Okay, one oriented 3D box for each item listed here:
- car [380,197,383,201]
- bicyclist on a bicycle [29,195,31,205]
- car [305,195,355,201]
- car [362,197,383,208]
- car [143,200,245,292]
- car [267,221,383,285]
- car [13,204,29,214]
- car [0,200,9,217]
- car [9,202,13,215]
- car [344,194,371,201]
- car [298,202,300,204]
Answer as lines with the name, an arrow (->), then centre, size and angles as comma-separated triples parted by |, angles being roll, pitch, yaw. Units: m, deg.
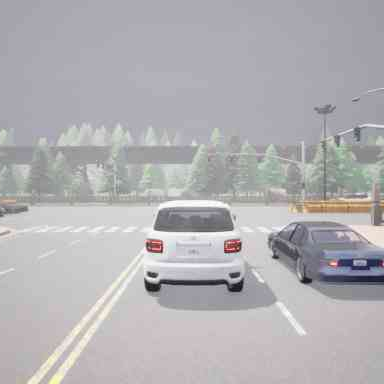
car -> 26.174, 1.478, 40.734 | 5.008, 1.535, 1.882 | 0, 0, 0
bicyclist on a bicycle -> -27.018, 1.301, 55.805 | 0.582, 1.620, 1.656 | 0, 0, 0
car -> 16.671, 1.491, 40.779 | 4.902, 1.511, 2.128 | 0, 0, 0
car -> 27.319, 1.505, 47.727 | 4.892, 1.490, 1.837 | 0, 0, 0
car -> 0.067, 1.221, 9.061 | 2.150, 2.045, 5.566 | 0, 0, 1
car -> 3.576, 1.547, 9.550 | 2.033, 1.411, 5.357 | 0, 0, 0
car -> -19.597, 1.548, 33.780 | 5.357, 1.411, 2.033 | 0, 0, 0
car -> -18.035, 1.548, 26.636 | 5.357, 1.411, 2.033 | 0, 0, 3
car -> -19.513, 1.491, 30.281 | 4.902, 1.511, 2.128 | 0, 0, 0
car -> 21.113, 1.221, 44.256 | 5.566, 2.045, 2.150 | 0, 0, 0
car -> 17.827, 1.477, 47.774 | 5.008, 1.535, 1.882 | 0, 0, 0
